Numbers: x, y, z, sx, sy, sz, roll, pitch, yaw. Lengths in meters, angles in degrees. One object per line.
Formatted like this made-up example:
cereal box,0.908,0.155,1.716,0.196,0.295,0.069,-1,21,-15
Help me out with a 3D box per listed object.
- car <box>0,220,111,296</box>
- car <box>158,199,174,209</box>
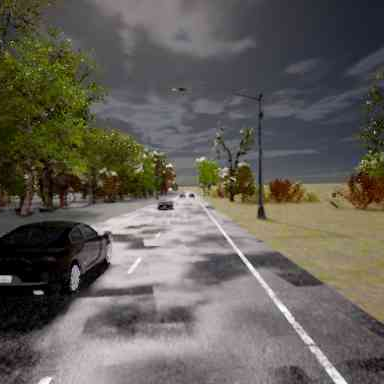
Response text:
car,-3.501,1.478,8.707,1.882,1.535,5.008,0,0,0
car,-3.503,1.574,45.217,1.895,1.301,4.718,0,0,0
